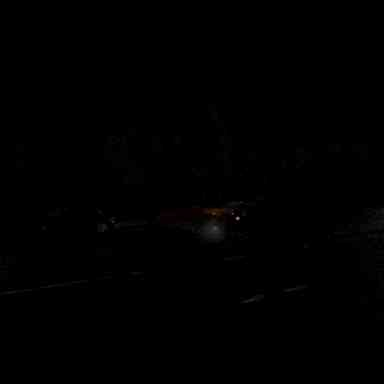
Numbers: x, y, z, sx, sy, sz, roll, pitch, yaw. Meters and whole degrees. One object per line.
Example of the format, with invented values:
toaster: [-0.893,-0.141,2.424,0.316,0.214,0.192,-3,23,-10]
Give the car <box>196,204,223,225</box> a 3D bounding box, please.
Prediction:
car: [3.025,1.477,24.455,5.008,1.535,1.882,0,0,-36]

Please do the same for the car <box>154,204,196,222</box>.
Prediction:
car: [-0.572,1.600,26.234,4.718,1.301,1.895,0,0,-35]

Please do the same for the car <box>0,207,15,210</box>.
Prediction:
car: [-11.595,1.525,18.430,4.674,1.442,1.812,0,0,-35]

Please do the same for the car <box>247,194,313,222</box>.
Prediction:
car: [7.361,1.221,27.528,5.566,2.045,2.150,0,0,-35]

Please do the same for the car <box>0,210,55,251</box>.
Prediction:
car: [-7.743,1.564,12.587,4.181,1.385,1.994,0,0,-36]

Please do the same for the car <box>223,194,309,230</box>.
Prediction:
car: [5.007,1.218,21.593,5.566,2.045,2.150,0,0,-35]

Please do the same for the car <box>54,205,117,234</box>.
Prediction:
car: [-6.468,1.505,17.783,4.892,1.490,1.837,0,0,-35]
